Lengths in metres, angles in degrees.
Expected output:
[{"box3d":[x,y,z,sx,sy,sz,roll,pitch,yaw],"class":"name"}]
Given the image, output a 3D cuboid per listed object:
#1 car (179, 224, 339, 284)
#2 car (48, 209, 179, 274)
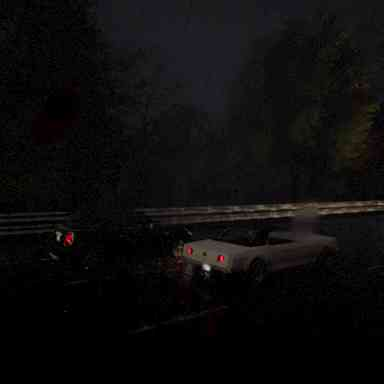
[{"box3d":[2.178,1.594,9.602,4.718,1.301,1.895,0,0,-36],"class":"car"},{"box3d":[-2.119,1.347,10.835,4.553,1.767,2.097,0,0,-36],"class":"car"}]
